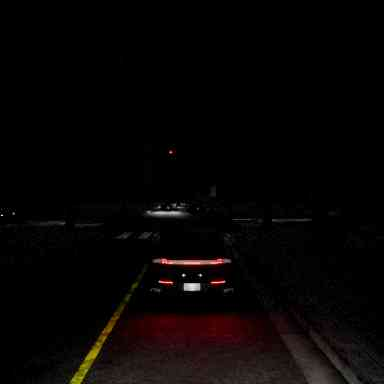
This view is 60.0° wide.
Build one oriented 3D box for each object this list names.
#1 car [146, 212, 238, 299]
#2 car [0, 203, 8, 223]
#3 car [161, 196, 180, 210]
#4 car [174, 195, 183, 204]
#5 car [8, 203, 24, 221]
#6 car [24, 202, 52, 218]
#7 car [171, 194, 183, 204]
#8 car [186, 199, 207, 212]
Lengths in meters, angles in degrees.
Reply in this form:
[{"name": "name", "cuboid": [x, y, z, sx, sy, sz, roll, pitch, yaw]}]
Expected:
[{"name": "car", "cuboid": [0.002, 1.492, 8.404, 2.128, 1.511, 4.902, 0, 0, 0]}, {"name": "car", "cuboid": [-14.766, 1.539, 21.554, 4.313, 1.339, 1.947, 0, 0, 0]}, {"name": "car", "cuboid": [-2.841, 1.576, 41.706, 1.895, 1.301, 4.718, 0, 0, 0]}, {"name": "car", "cuboid": [-2.835, 1.508, 52.173, 2.033, 1.411, 5.357, 0, 0, 1]}, {"name": "car", "cuboid": [-15.681, 1.209, 24.096, 5.566, 2.045, 2.150, 0, 0, 0]}, {"name": "car", "cuboid": [-14.760, 1.580, 29.581, 4.313, 1.339, 1.947, 0, 0, 0]}, {"name": "car", "cuboid": [-2.793, 1.298, 63.737, 2.097, 1.767, 4.553, 0, 0, 1]}, {"name": "car", "cuboid": [0.413, 1.507, 36.360, 1.812, 1.442, 4.674, 0, 0, -4]}]
